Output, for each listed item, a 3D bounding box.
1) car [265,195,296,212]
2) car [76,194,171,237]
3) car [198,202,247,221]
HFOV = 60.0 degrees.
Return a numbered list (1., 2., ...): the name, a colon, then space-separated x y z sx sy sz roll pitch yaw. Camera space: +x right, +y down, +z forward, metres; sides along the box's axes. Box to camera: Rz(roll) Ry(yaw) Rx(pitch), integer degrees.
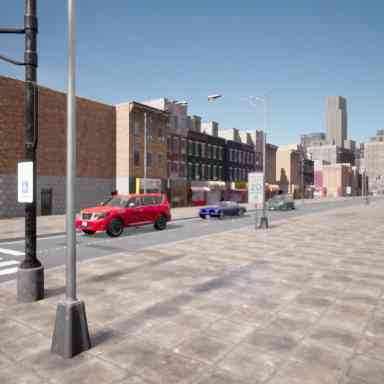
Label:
1. car: 9.532 1.129 35.944 2.097 1.767 4.553 0 0 36
2. car: -3.415 1.118 17.795 2.150 2.045 5.566 0 0 35
3. car: 2.417 1.435 25.993 1.895 1.301 4.718 0 0 35
